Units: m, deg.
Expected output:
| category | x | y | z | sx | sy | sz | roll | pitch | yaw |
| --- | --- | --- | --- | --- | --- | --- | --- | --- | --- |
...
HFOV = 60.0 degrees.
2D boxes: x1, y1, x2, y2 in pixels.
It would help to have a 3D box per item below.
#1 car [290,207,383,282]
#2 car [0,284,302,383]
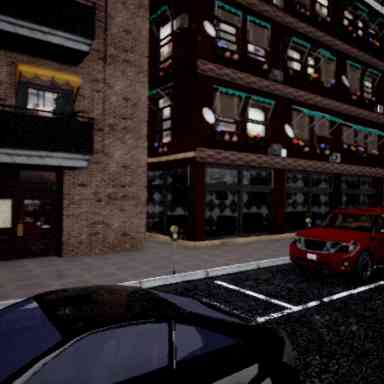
| category | x | y | z | sx | sy | sz | roll | pitch | yaw |
| --- | --- | --- | --- | --- | --- | --- | --- | --- | --- |
| car | 5.231 | 1.423 | 10.276 | 5.009 | 1.841 | 2.192 | 1 | 0 | -35 |
| car | -1.024 | 1.570 | 2.644 | 4.181 | 1.385 | 1.994 | 1 | 0 | -35 |
